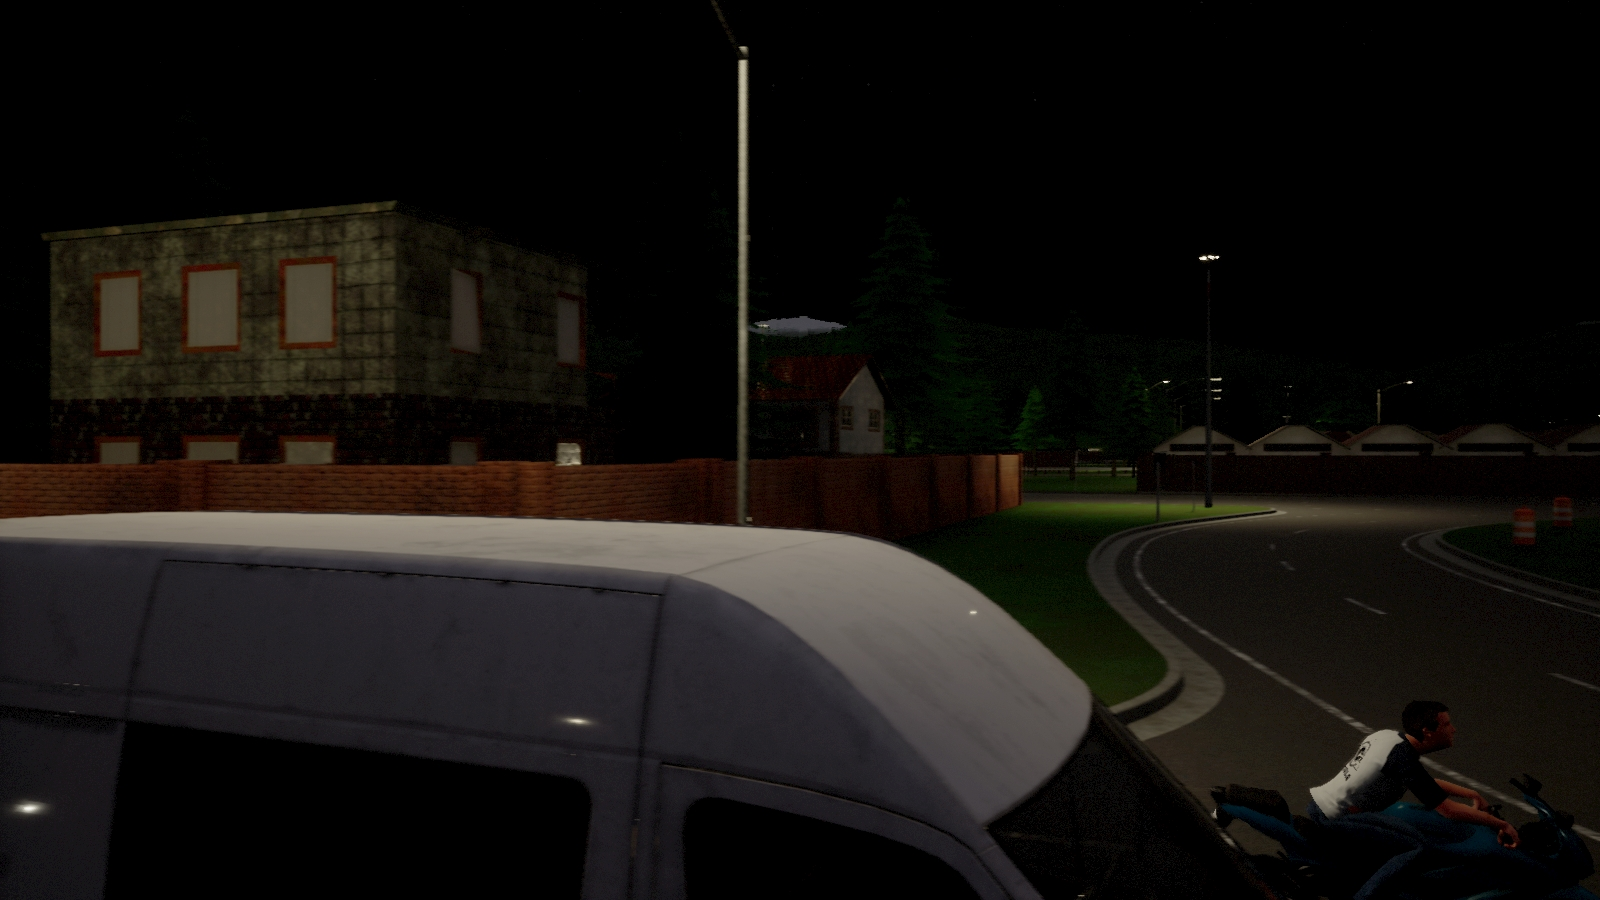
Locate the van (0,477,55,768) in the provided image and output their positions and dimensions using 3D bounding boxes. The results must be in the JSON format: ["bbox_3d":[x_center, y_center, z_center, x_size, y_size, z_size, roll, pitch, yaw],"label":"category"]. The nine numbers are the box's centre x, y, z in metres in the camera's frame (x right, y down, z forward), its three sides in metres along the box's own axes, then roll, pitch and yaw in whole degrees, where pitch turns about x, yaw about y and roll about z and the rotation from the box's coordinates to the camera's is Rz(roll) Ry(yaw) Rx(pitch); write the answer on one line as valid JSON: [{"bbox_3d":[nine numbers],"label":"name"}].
[{"bbox_3d":[-10.026,1.534,10.665,5.915,2.561,1.988,0,0,20],"label":"van"}]

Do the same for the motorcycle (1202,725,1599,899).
[{"bbox_3d":[3.148,2.186,5.876,2.033,1.199,0.803,0,0,20],"label":"motorcycle"}]

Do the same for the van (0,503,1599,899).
[{"bbox_3d":[-0.552,1.534,3.500,5.915,2.561,1.988,0,0,20],"label":"van"}]
